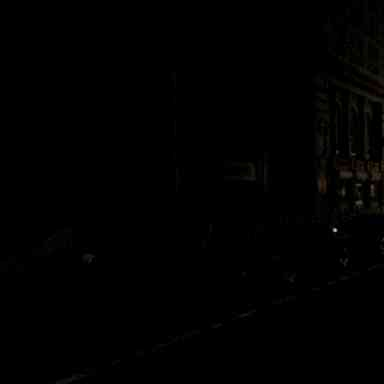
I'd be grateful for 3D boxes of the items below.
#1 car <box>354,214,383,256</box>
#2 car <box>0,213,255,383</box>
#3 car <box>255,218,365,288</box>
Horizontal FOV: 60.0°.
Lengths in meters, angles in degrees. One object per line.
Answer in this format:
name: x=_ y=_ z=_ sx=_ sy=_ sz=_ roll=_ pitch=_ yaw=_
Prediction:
car: x=7.147 y=1.545 z=13.018 sx=4.313 sy=1.339 sz=1.947 roll=0 pitch=0 yaw=-40
car: x=-1.449 y=1.344 z=5.723 sx=5.009 sy=1.841 sz=2.192 roll=0 pitch=0 yaw=-40
car: x=2.851 y=1.570 z=9.370 sx=4.313 sy=1.339 sz=1.947 roll=0 pitch=0 yaw=-40
